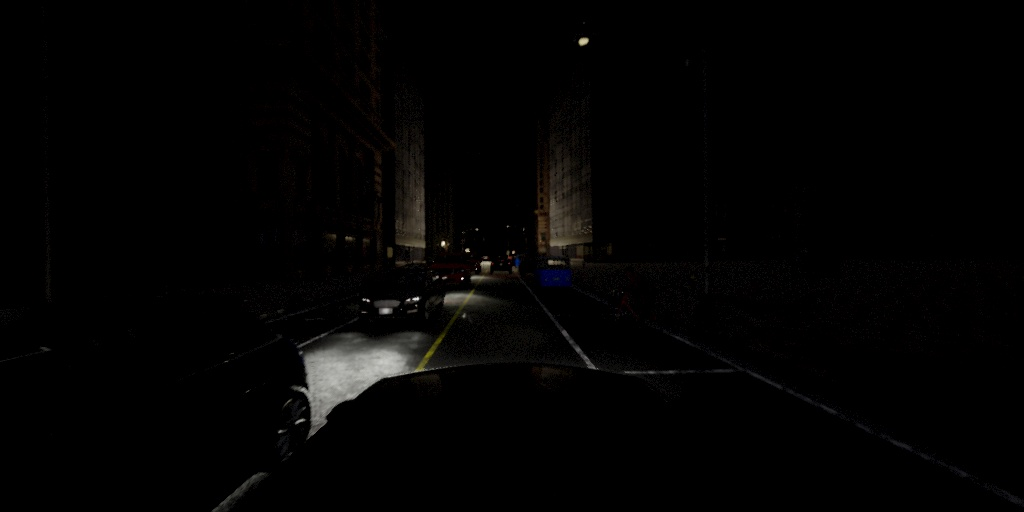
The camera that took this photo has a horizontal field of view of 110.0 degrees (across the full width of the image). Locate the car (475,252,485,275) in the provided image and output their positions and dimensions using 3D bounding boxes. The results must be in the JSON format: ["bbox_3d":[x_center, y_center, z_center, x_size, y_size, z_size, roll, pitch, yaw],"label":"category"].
[{"bbox_3d":[-4.137,0.682,34.555,2.150,2.045,5.566,-1,1,-2],"label":"car"}]

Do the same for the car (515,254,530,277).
[{"bbox_3d":[1.722,0.761,30.271,2.192,1.841,5.009,0,0,-2],"label":"car"}]

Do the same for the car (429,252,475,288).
[{"bbox_3d":[-3.775,0.796,22.404,2.150,2.045,5.566,-1,1,-2],"label":"car"}]

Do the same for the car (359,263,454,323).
[{"bbox_3d":[-3.411,1.167,11.912,2.128,1.511,4.902,-1,1,-2],"label":"car"}]

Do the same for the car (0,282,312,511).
[{"bbox_3d":[-3.117,1.132,1.785,2.097,1.767,4.553,-1,1,0],"label":"car"}]

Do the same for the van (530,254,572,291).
[{"bbox_3d":[2.105,0.887,19.358,1.690,1.789,3.998,0,0,-2],"label":"van"}]

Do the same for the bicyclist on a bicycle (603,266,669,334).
[{"bbox_3d":[3.015,1.063,8.731,1.656,1.620,0.582,0,1,-2],"label":"bicyclist on a bicycle"}]

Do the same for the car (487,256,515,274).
[{"bbox_3d":[-1.085,0.776,35.745,2.097,1.767,4.553,-1,0,-2],"label":"car"}]
